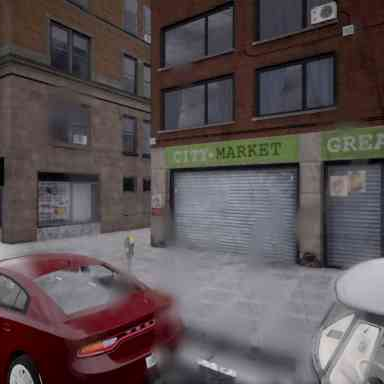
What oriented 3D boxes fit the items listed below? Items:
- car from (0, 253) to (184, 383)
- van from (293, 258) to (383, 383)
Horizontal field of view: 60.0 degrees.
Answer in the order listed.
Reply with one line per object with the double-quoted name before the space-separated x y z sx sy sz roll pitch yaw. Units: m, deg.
"car" -2.198 1.544 4.644 4.507 1.381 1.887 0 0 35
"van" 2.411 1.341 1.357 3.998 1.788 1.690 0 0 35
